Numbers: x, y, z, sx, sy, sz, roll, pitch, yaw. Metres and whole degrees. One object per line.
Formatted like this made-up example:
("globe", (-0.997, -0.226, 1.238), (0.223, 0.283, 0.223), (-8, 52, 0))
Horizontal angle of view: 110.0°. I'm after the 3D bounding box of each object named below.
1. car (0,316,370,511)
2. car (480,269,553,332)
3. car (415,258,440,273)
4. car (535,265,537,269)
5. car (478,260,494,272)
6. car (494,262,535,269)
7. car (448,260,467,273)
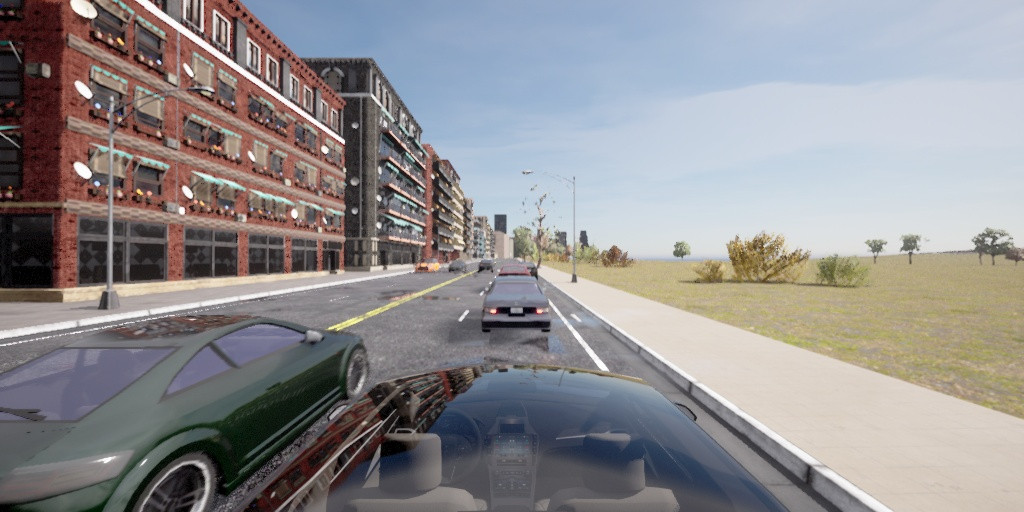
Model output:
("car", (-3.149, 1.313, 3.767), (1.994, 1.385, 4.181), (0, 0, 0))
("car", (0.111, 1.295, 10.760), (2.033, 1.411, 5.357), (0, 0, 0))
("car", (-9.803, 1.089, 41.806), (2.097, 1.767, 4.553), (0, 0, 0))
("car", (1.171, 1.220, 30.739), (1.882, 1.535, 5.008), (0, 0, 0))
("car", (-3.101, 1.238, 44.500), (1.837, 1.490, 4.892), (0, -1, 0))
("car", (0.126, 1.223, 21.300), (1.882, 1.535, 5.008), (0, 0, 0))
("car", (-6.551, 1.241, 43.569), (1.837, 1.490, 4.892), (0, 0, 0))
